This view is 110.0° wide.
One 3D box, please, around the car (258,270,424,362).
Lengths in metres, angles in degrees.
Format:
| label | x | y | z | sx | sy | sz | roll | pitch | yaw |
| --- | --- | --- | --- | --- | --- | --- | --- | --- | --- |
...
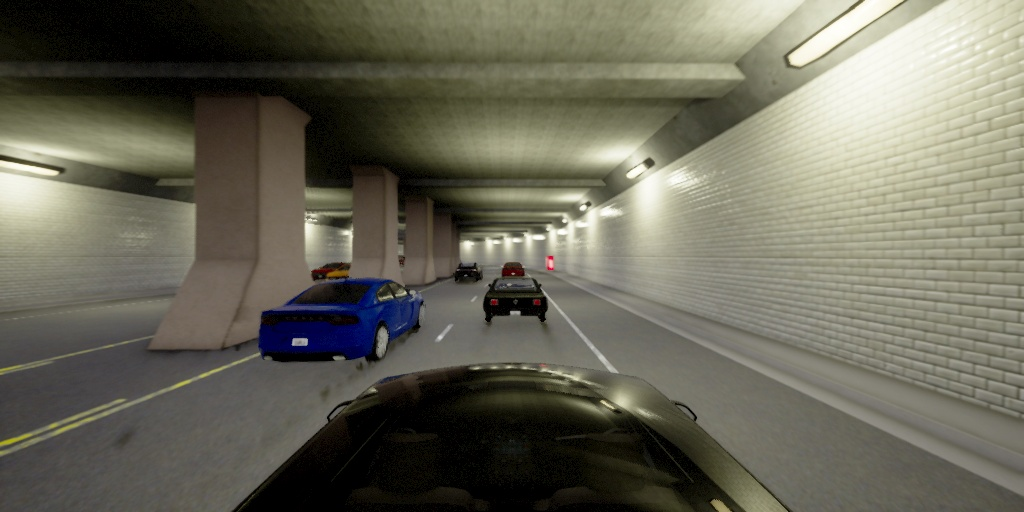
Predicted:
| label | x | y | z | sx | sy | sz | roll | pitch | yaw |
| --- | --- | --- | --- | --- | --- | --- | --- | --- | --- |
| car | -3.400 | 1.228 | 8.224 | 1.882 | 1.535 | 5.008 | 0 | 0 | 0 |

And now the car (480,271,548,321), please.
| label | x | y | z | sx | sy | sz | roll | pitch | yaw |
| --- | --- | --- | --- | --- | --- | --- | --- | --- | --- |
| car | 0.101 | 1.351 | 12.422 | 1.895 | 1.301 | 4.718 | 0 | 0 | 0 |

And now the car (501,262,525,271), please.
| label | x | y | z | sx | sy | sz | roll | pitch | yaw |
| --- | --- | --- | --- | --- | --- | --- | --- | --- | --- |
| car | 0.101 | 1.229 | 30.432 | 1.882 | 1.535 | 5.008 | 0 | 0 | 0 |

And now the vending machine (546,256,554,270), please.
| label | x | y | z | sx | sy | sz | roll | pitch | yaw |
| --- | --- | --- | --- | --- | --- | --- | --- | --- | --- |
| vending machine | 5.085 | 0.948 | 47.685 | 1.100 | 2.100 | 0.880 | 0 | 0 | -7 |

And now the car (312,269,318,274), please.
| label | x | y | z | sx | sy | sz | roll | pitch | yaw |
| --- | --- | --- | --- | --- | --- | --- | --- | --- | --- |
| car | -14.125 | 1.230 | 28.890 | 1.882 | 1.535 | 5.008 | 0 | 0 | 0 |

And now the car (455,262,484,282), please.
| label | x | y | z | sx | sy | sz | roll | pitch | yaw |
| --- | --- | --- | --- | --- | --- | --- | --- | --- | --- |
| car | -3.397 | 1.243 | 28.770 | 2.128 | 1.511 | 4.902 | 0 | 0 | 0 |

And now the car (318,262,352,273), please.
| label | x | y | z | sx | sy | sz | roll | pitch | yaw |
| --- | --- | --- | --- | --- | --- | --- | --- | --- | --- |
| car | -10.608 | 1.230 | 24.163 | 1.882 | 1.535 | 5.008 | 0 | 0 | 0 |
